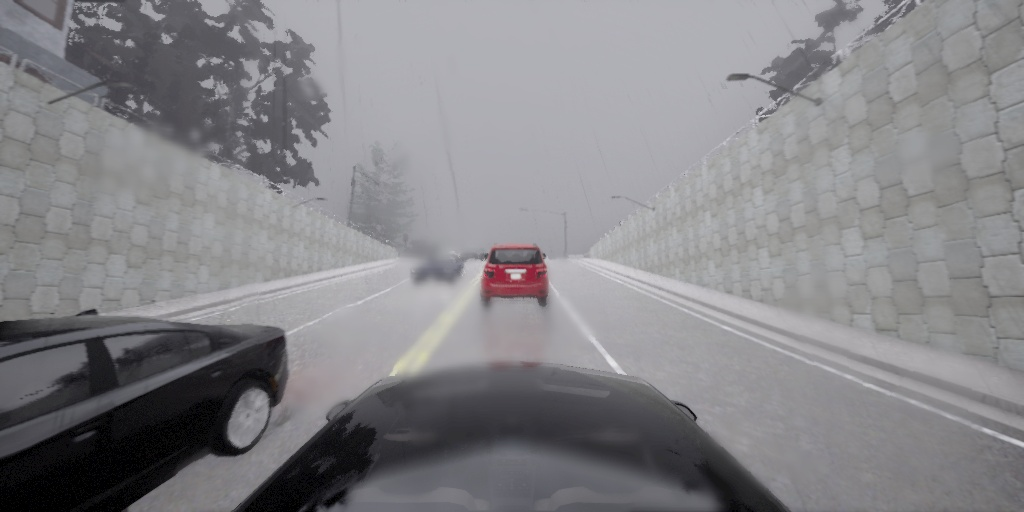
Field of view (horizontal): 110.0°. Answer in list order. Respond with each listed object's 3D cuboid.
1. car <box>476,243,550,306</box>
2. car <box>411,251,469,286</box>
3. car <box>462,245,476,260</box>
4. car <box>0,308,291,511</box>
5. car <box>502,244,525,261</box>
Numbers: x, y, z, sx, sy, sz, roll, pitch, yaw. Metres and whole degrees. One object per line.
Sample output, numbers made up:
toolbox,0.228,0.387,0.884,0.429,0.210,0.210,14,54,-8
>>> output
car,0.119,0.536,13.216,2.150,2.045,5.566,0,3,0
car,-3.549,0.645,18.018,1.895,1.301,4.718,0,3,0
car,-3.435,-0.281,33.276,1.837,1.490,4.892,0,2,0
car,-3.600,1.213,2.218,1.882,1.535,5.008,0,0,0
car,0.160,-0.334,34.994,2.128,1.511,4.902,0,0,0
